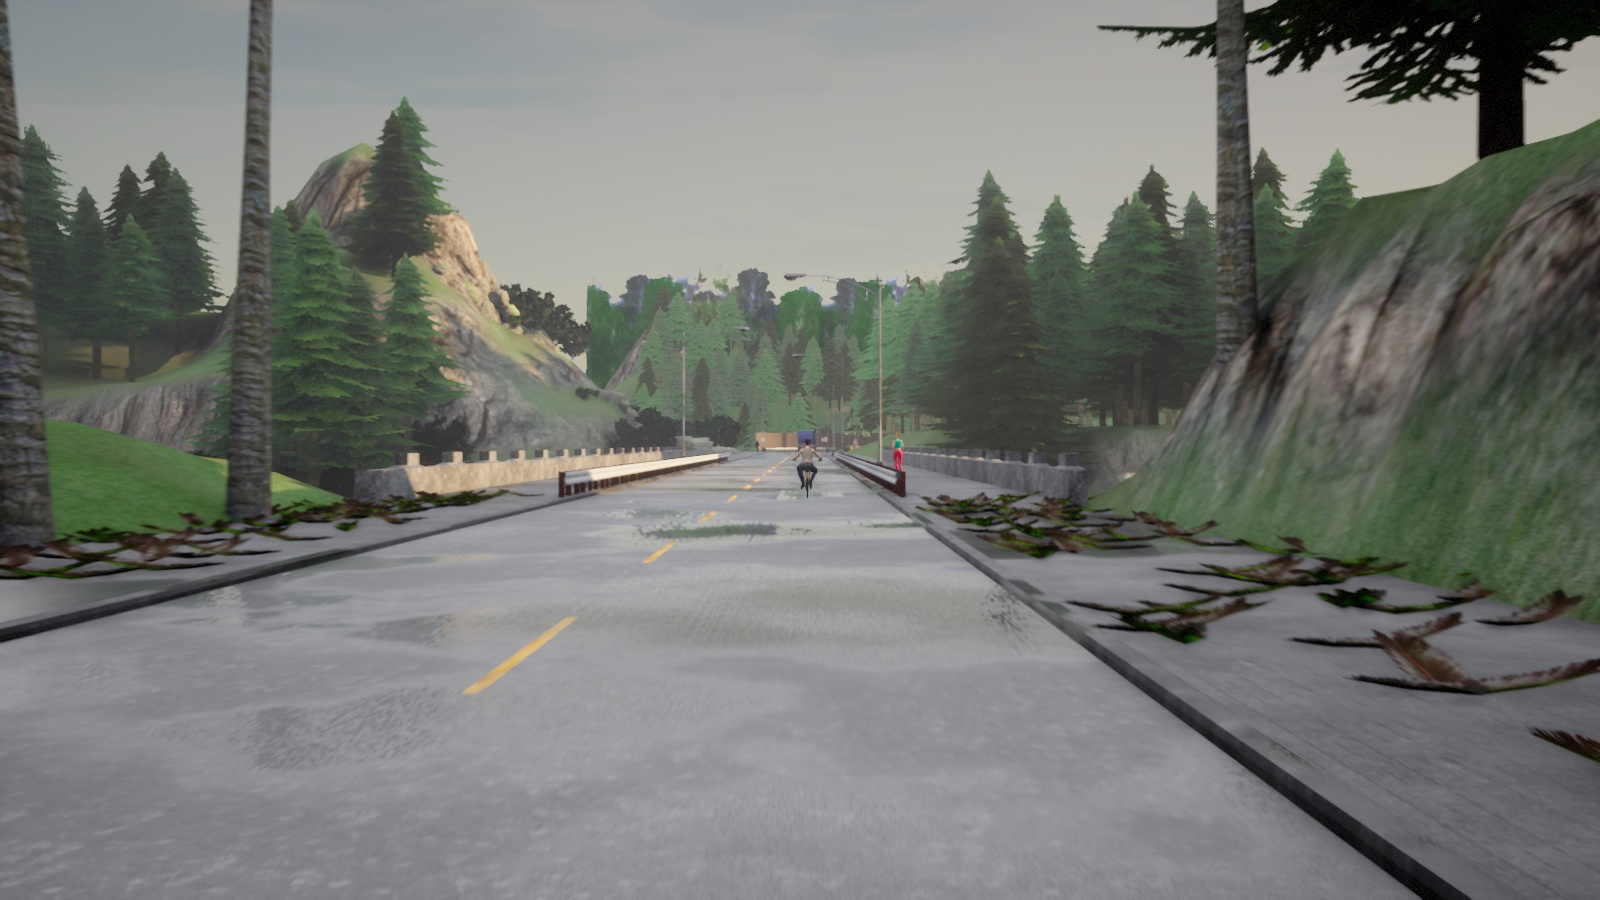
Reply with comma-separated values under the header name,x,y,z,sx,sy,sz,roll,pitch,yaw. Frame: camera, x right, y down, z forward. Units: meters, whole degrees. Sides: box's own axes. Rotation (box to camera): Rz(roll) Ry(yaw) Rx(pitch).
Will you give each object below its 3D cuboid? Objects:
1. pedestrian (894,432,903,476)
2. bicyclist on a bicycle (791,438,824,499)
name,x,y,z,sx,sy,sz,roll,pitch,yaw
pedestrian,4.136,0.165,52.834,0.345,1.836,0.594,0,0,1
bicyclist on a bicycle,0.205,0.492,34.373,0.866,1.612,1.509,0,0,1
